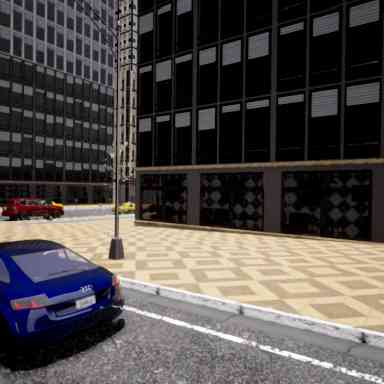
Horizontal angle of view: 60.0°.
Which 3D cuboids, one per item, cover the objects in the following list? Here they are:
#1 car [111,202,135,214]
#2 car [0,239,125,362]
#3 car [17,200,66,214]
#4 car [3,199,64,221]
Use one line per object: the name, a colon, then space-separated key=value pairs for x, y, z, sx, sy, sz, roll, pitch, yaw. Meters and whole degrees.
car: x=-7.036 y=1.827 z=38.390 sx=1.752 sy=1.417 sz=4.829 roll=1 pitch=0 yaw=36
car: x=-3.195 y=1.561 z=5.944 sx=4.181 sy=1.385 sz=1.994 roll=0 pitch=0 yaw=34
car: x=-17.332 y=1.639 z=38.514 sx=1.752 sy=1.417 sz=4.829 roll=1 pitch=0 yaw=36
car: x=-13.799 y=1.516 z=29.153 sx=2.192 sy=1.841 sz=5.009 roll=1 pitch=0 yaw=36
